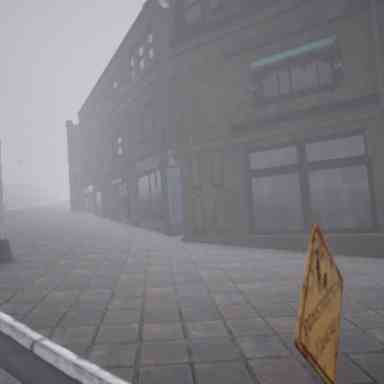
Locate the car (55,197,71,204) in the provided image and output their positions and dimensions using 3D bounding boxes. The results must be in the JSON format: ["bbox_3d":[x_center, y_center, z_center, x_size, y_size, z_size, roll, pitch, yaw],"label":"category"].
[{"bbox_3d":[-25.240,1.800,66.439,1.812,1.442,4.674,-5,-1,19],"label":"car"}]

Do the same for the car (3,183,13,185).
[{"bbox_3d":[-46.594,-1.813,79.500,2.231,1.521,4.892,-6,-3,34],"label":"car"}]

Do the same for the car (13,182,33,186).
[{"bbox_3d":[-43.577,-1.750,84.156,2.002,1.452,4.674,-6,-4,33],"label":"car"}]
